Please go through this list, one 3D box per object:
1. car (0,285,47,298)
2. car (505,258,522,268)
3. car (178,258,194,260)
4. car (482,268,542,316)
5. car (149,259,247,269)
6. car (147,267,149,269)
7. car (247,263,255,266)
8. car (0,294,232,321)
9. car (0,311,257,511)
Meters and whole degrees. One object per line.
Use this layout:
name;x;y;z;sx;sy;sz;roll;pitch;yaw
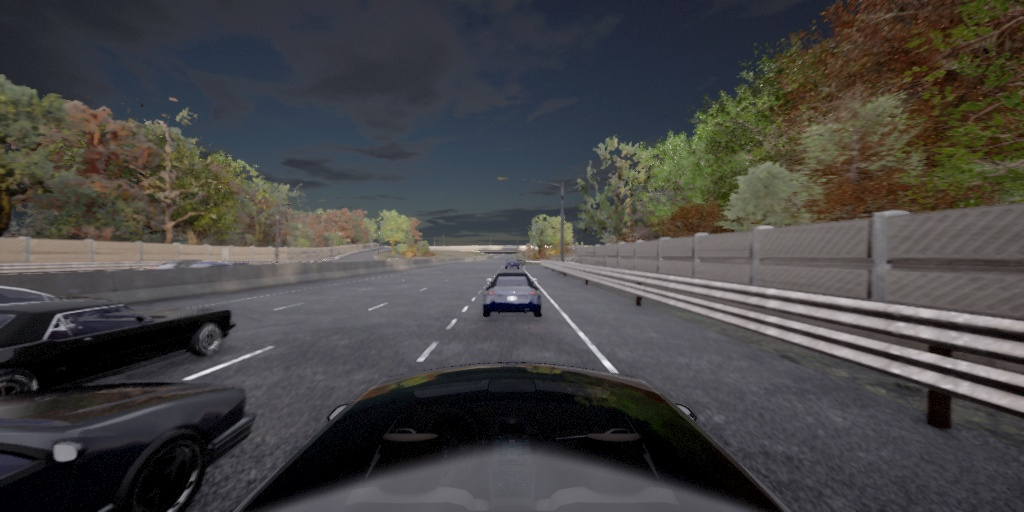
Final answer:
car;-10.396;1.233;6.737;2.128;1.511;4.902;0;0;0
car;0.090;1.073;55.848;2.097;1.767;4.553;0;0;2
car;-28.049;1.076;30.134;2.097;1.767;4.553;0;0;1
car;0.003;1.297;13.235;1.994;1.385;4.181;0;0;0
car;-21.043;1.202;24.407;1.882;1.535;5.008;0;0;1
car;-24.525;1.250;25.863;1.812;1.442;4.674;0;0;1
car;-31.551;1.270;40.516;2.033;1.411;5.357;0;0;1
car;-6.897;1.344;5.597;1.895;1.301;4.718;0;0;0
car;-3.399;1.299;0.978;2.033;1.411;5.357;0;0;0
